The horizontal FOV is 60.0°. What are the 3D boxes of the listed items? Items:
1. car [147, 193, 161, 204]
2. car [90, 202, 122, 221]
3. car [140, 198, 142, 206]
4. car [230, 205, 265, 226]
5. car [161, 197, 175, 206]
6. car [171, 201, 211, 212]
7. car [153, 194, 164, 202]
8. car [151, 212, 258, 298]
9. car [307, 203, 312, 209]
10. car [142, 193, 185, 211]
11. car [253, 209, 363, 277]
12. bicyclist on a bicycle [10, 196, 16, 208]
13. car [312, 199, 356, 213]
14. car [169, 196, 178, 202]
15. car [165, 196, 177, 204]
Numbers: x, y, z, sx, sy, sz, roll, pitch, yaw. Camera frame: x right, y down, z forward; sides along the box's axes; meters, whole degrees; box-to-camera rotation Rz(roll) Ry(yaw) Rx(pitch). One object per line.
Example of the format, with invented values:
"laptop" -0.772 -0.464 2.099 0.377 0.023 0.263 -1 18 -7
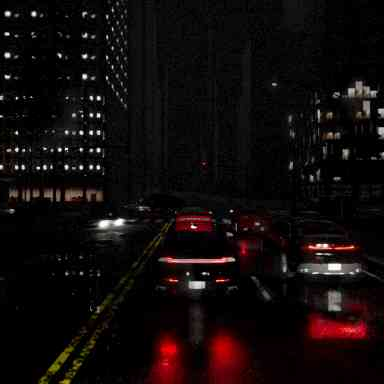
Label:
"car" -7.322 1.190 64.619 2.150 2.045 5.566 0 0 0
"car" -7.215 1.542 27.645 1.994 1.385 4.181 0 1 -27
"car" -7.169 1.332 53.744 2.097 1.767 4.553 0 0 -1
"car" 3.328 1.478 19.428 1.882 1.535 5.008 0 0 0
"car" -3.948 1.543 55.556 1.994 1.385 4.181 0 0 -1
"car" 0.079 1.478 18.026 1.882 1.535 5.008 0 0 0
"car" -7.469 1.315 74.931 2.097 1.767 4.553 0 0 -1
"car" 0.090 1.493 8.529 2.128 1.511 4.902 0 0 0
"car" 16.780 1.584 40.964 4.902 1.511 2.128 0 -1 1
"car" -3.039 1.279 41.104 2.150 2.045 5.566 1 0 39
"car" 3.339 1.506 10.203 1.837 1.490 4.892 0 0 0
"bicyclist on a bicycle" -25.210 1.397 46.827 0.582 1.620 1.656 0 -1 2
"car" 16.294 1.609 37.724 4.181 1.385 1.994 0 -1 2
"car" -4.227 1.555 75.412 1.895 1.301 4.718 0 0 -1
"car" -4.075 1.534 65.183 1.994 1.385 4.181 0 0 0
